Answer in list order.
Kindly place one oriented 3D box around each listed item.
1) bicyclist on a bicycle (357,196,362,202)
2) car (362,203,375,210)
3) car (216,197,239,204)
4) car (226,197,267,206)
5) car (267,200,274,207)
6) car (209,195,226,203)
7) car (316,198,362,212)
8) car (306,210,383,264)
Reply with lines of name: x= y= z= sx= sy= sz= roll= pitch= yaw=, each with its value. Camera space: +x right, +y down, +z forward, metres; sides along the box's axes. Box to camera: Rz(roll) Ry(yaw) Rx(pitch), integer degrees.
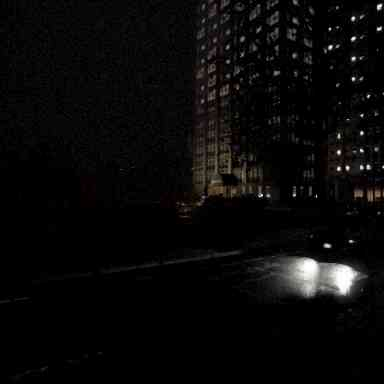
bicyclist on a bicycle: x=23.889 y=1.397 z=47.577 sx=1.656 sy=1.620 sz=0.582 roll=1 pitch=0 yaw=-34
car: x=17.629 y=1.495 z=37.412 sx=2.033 sy=1.411 sz=5.357 roll=1 pitch=0 yaw=-34
car: x=6.856 y=1.601 z=65.327 sx=1.895 sy=1.301 sz=4.718 roll=1 pitch=0 yaw=-34
car: x=7.575 y=1.374 z=46.585 sx=2.128 sy=1.511 sz=4.902 roll=1 pitch=0 yaw=-33
car: x=9.885 y=1.416 z=48.961 sx=2.128 sy=1.511 sz=4.902 roll=1 pitch=0 yaw=-34
car: x=4.194 y=1.305 z=63.468 sx=2.097 sy=1.767 sz=4.553 roll=1 pitch=0 yaw=-34
car: x=15.019 y=1.406 z=35.472 sx=1.837 sy=1.490 sz=4.892 roll=1 pitch=0 yaw=-34
car: x=6.028 y=1.565 z=11.991 sx=4.181 sy=1.385 sz=1.994 roll=0 pitch=0 yaw=-36
